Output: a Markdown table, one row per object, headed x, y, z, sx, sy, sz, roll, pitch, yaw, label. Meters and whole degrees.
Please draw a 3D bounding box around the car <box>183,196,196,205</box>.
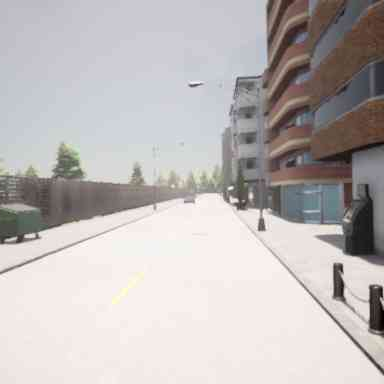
| x | y | z | sx | sy | sz | roll | pitch | yaw | label |
| --- | --- | --- | --- | --- | --- | --- | --- | --- | --- |
| -0.385 | 1.335 | 55.910 | 1.812 | 1.442 | 4.674 | -1 | 0 | 4 | car |
